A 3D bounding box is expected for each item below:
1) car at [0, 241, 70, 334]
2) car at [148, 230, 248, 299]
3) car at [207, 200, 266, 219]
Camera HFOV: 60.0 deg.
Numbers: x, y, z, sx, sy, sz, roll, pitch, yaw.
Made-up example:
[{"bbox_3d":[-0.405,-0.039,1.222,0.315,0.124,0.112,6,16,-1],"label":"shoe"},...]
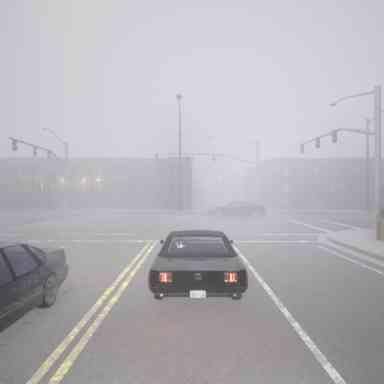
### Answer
[{"bbox_3d":[-3.636,1.547,5.179,2.033,1.411,5.357,0,0,0],"label":"car"},{"bbox_3d":[0.117,1.601,8.370,1.895,1.301,4.718,0,0,0],"label":"car"},{"bbox_3d":[3.841,1.477,28.756,5.008,1.535,1.882,0,0,0],"label":"car"}]
